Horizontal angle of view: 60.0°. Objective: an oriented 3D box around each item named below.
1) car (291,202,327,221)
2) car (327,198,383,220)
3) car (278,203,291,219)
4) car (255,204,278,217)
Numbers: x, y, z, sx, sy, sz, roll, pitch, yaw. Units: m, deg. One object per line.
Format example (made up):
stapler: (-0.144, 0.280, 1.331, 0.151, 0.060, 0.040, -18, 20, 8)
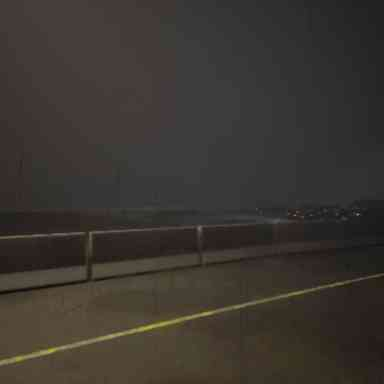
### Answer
car: (10.542, 1.712, 26.296, 4.892, 1.490, 1.837, 1, 0, -26)
car: (12.564, 1.453, 23.419, 5.566, 2.045, 2.150, 1, 0, -26)
car: (10.623, 1.721, 30.235, 4.892, 1.490, 1.837, 1, 0, -26)
car: (8.631, 1.793, 33.181, 4.718, 1.301, 1.895, 1, 0, -26)
